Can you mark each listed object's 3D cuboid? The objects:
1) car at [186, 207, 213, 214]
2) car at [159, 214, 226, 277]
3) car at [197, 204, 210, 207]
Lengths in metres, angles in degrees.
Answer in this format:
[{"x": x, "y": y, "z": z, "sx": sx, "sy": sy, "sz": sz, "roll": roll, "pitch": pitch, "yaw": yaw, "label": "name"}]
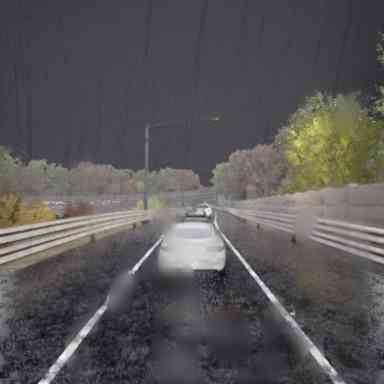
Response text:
[{"x": 0.331, "y": 2.077, "z": 24.684, "sx": 2.128, "sy": 1.511, "sz": 4.902, "roll": 0, "pitch": -2, "yaw": 2, "label": "car"}, {"x": 0.025, "y": 1.641, "z": 10.529, "sx": 1.812, "sy": 1.442, "sz": 4.674, "roll": 0, "pitch": -1, "yaw": 0, "label": "car"}, {"x": 1.748, "y": 2.788, "z": 48.011, "sx": 2.150, "sy": 2.045, "sz": 5.566, "roll": 0, "pitch": -3, "yaw": 4, "label": "car"}]
